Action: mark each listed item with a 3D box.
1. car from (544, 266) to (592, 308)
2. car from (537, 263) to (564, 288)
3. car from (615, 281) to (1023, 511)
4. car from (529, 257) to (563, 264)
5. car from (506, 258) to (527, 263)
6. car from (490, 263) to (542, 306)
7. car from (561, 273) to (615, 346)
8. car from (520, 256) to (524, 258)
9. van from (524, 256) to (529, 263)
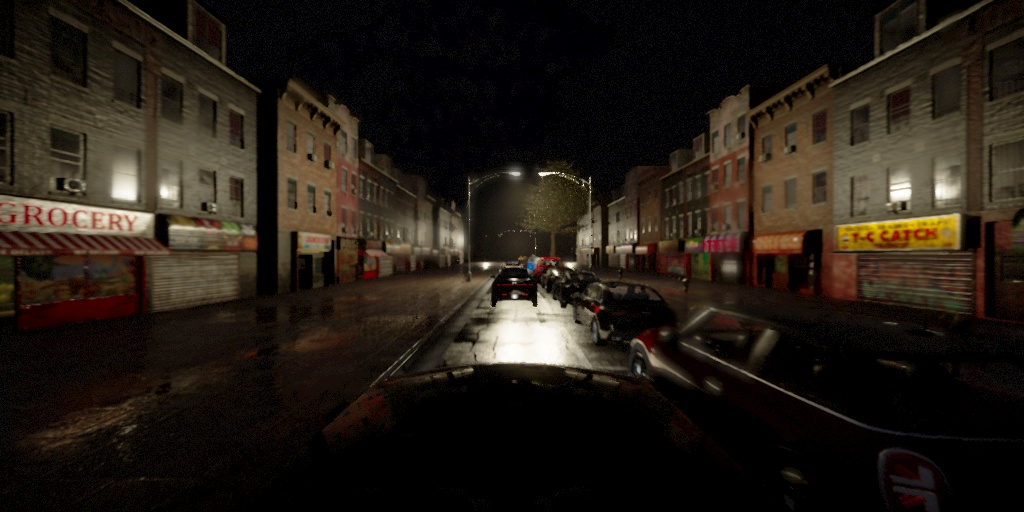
[{"bbox_3d":[2.638,1.283,14.690,2.007,1.370,4.403,0,0,0],"label":"car"},{"bbox_3d":[2.638,1.289,20.236,1.948,1.339,4.313,0,0,0],"label":"car"},{"bbox_3d":[2.637,1.188,3.597,1.967,1.591,4.097,0,0,0],"label":"car"},{"bbox_3d":[2.638,1.029,25.782,2.192,1.841,5.009,0,0,0],"label":"car"},{"bbox_3d":[0.101,1.189,35.933,2.128,1.511,4.902,0,0,0],"label":"car"},{"bbox_3d":[0.099,1.236,15.620,1.837,1.490,4.892,0,0,0],"label":"car"},{"bbox_3d":[2.637,1.292,9.145,2.007,1.370,4.403,0,0,0],"label":"car"},{"bbox_3d":[2.639,0.992,47.965,2.192,1.841,5.009,0,0,0],"label":"car"},{"bbox_3d":[2.639,1.028,42.419,1.690,1.789,3.998,0,0,0],"label":"van"}]
